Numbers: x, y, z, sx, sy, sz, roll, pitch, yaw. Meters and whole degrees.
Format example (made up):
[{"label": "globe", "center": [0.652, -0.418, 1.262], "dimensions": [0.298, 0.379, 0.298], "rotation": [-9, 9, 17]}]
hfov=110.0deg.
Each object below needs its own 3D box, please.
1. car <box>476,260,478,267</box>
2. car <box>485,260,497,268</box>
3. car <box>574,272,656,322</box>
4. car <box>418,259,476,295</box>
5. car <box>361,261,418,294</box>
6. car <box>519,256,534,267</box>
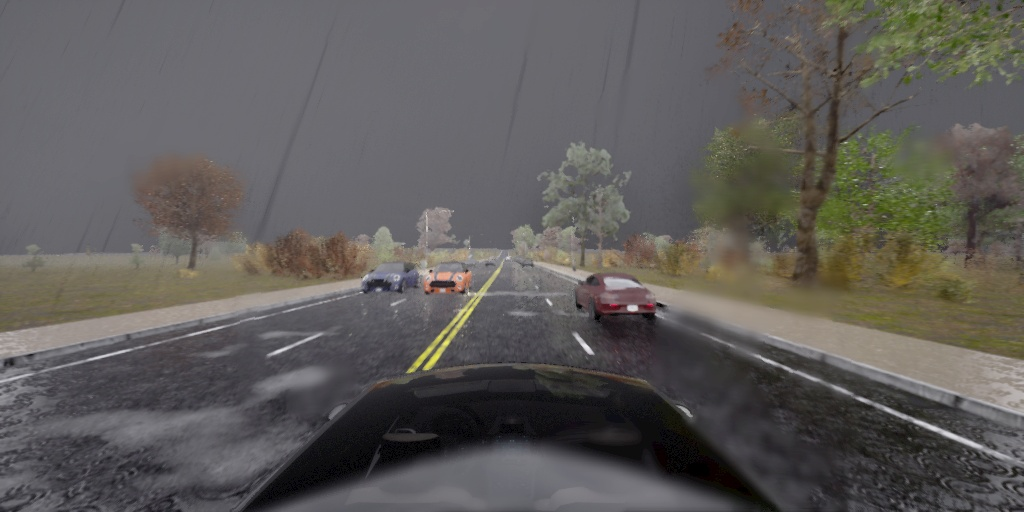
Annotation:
[{"label": "car", "center": [-6.892, 1.213, 61.607], "dimensions": [1.837, 1.490, 4.892], "rotation": [0, 0, 0]}, {"label": "car", "center": [-3.638, 1.316, 61.491], "dimensions": [1.895, 1.301, 4.718], "rotation": [0, 0, 0]}, {"label": "car", "center": [3.334, 1.274, 12.222], "dimensions": [1.812, 1.442, 4.674], "rotation": [0, 0, 0]}, {"label": "car", "center": [-3.382, 1.099, 19.697], "dimensions": [2.097, 1.767, 4.553], "rotation": [0, 0, 0]}, {"label": "car", "center": [-6.633, 1.099, 20.060], "dimensions": [2.097, 1.767, 4.553], "rotation": [0, 0, 0]}, {"label": "car", "center": [2.841, 1.128, 64.552], "dimensions": [2.033, 1.649, 4.856], "rotation": [0, 0, -1]}]
